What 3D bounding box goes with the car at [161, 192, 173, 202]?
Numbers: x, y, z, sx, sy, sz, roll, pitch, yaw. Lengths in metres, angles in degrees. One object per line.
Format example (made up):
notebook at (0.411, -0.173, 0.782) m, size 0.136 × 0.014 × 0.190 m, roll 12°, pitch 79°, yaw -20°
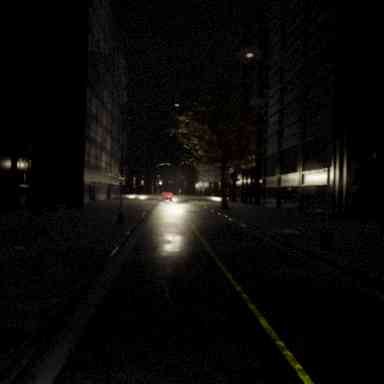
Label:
car at (-4.985, 1.041, 66.699) m, size 2.150 × 2.045 × 5.566 m, roll 1°, pitch 0°, yaw -4°
